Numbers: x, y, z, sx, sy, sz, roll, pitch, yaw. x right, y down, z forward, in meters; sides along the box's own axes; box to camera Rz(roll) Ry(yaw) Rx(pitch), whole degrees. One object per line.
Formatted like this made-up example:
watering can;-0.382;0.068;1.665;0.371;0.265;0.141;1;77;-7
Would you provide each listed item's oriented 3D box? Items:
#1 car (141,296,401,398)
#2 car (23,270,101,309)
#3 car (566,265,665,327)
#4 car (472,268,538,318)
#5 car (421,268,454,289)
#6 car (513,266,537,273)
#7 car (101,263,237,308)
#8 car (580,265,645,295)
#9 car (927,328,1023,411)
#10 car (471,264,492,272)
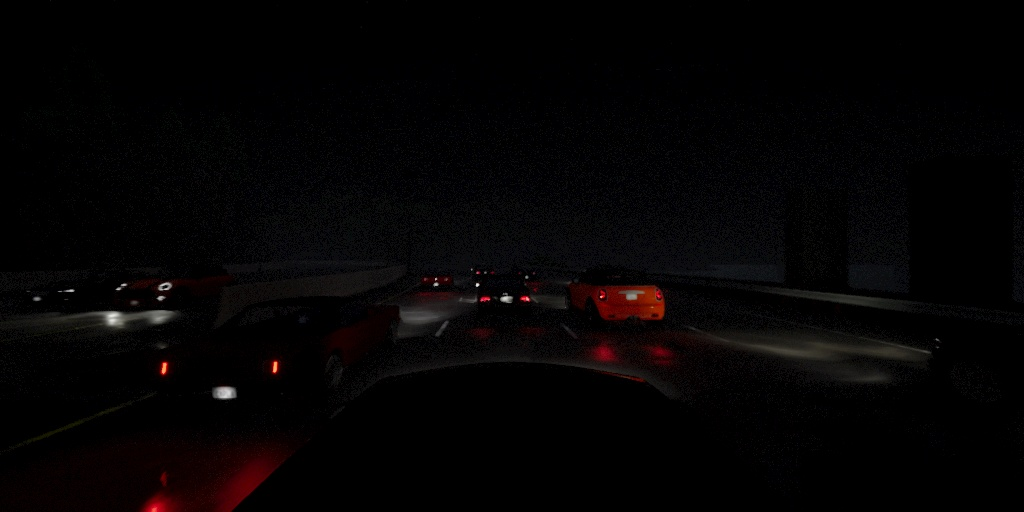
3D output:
car;-3.547;1.387;6.582;1.895;1.301;4.718;0;0;-1
car;-18.160;1.376;15.994;2.128;1.511;4.902;0;0;-5
car;3.178;1.149;11.953;2.097;1.767;4.553;0;0;-3
car;-0.364;1.361;13.291;2.033;1.411;5.357;0;0;-4
car;-4.965;1.488;24.352;1.895;1.301;4.718;0;0;-7
car;0.898;1.516;32.533;1.895;1.301;4.718;0;0;-9
car;-14.655;1.219;15.973;2.097;1.767;4.553;0;0;-5
car;5.882;1.334;21.783;2.128;1.511;4.902;0;0;-6
car;7.003;1.215;3.097;1.882;1.535;5.008;0;0;-1
car;-2.654;1.473;32.662;2.033;1.411;5.357;0;0;-10
